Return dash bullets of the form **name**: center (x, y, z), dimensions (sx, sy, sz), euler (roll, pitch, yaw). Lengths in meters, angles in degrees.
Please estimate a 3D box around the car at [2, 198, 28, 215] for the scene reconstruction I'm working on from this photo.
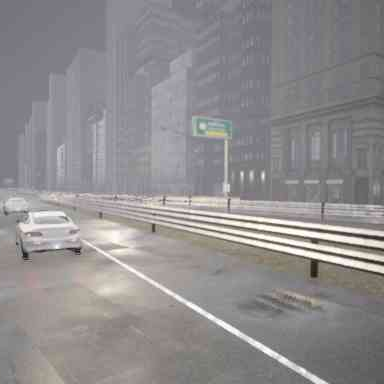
- **car**: center (-15.668, 1.231, 29.692), dimensions (1.812, 1.442, 4.674), euler (0, 0, -31)

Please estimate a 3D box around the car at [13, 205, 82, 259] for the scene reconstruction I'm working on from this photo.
- **car**: center (-5.311, 1.402, 12.138), dimensions (1.812, 1.442, 4.674), euler (0, 1, -31)

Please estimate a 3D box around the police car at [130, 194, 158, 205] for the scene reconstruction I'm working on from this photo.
- **police car**: center (-7.383, 1.084, 50.158), dimensions (5.238, 1.638, 1.930), euler (1, 1, 41)
